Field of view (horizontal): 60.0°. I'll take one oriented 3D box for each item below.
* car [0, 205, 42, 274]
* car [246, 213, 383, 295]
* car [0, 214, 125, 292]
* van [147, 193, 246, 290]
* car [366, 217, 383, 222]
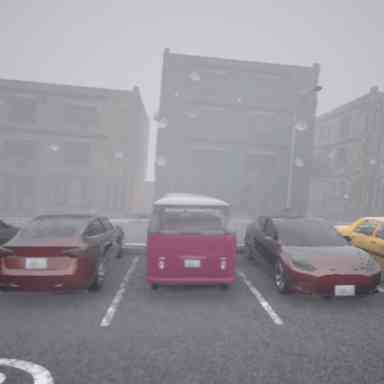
[{"bbox_3d":[-5.705,1.211,8.089,2.163,1.488,4.792,1,1,-3],"label":"car"},{"bbox_3d":[2.693,1.354,8.524,2.163,1.488,4.792,1,1,-3],"label":"car"},{"bbox_3d":[-2.907,1.258,8.253,2.163,1.488,4.792,1,1,-3],"label":"car"},{"bbox_3d":[-0.109,1.048,8.499,1.878,1.987,4.442,1,1,-3],"label":"van"},{"bbox_3d":[5.500,1.372,8.532,1.946,1.575,5.366,1,1,-3],"label":"car"}]
